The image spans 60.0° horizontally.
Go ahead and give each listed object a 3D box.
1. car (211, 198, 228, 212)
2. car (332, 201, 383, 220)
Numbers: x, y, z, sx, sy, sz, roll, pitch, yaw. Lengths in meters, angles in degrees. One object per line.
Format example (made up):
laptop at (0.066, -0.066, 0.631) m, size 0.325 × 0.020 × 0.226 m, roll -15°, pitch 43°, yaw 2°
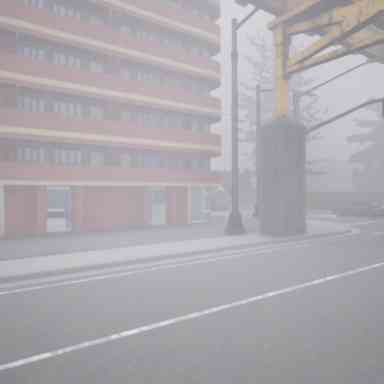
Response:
car at (1.978, 1.384, 37.058) m, size 1.812 × 1.442 × 4.674 m, roll 0°, pitch 0°, yaw -36°
car at (13.523, 1.402, 26.829) m, size 1.994 × 1.385 × 4.181 m, roll 0°, pitch 0°, yaw -34°
